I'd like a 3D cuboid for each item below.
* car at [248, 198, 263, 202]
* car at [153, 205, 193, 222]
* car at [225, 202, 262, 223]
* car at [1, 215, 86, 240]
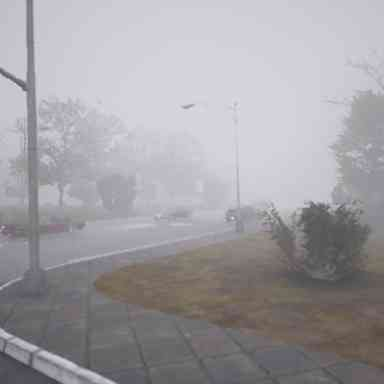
[{"bbox_3d":[9.902,1.893,50.581,2.150,2.045,5.566,-2,-2,32],"label":"car"},{"bbox_3d":[-1.742,2.050,32.206,2.128,1.511,4.902,-2,-1,32],"label":"car"},{"bbox_3d":[4.570,1.863,28.928,1.837,1.490,4.892,-2,-2,32],"label":"car"},{"bbox_3d":[-9.142,2.134,20.769,1.895,1.301,4.718,-2,-1,34],"label":"car"}]
